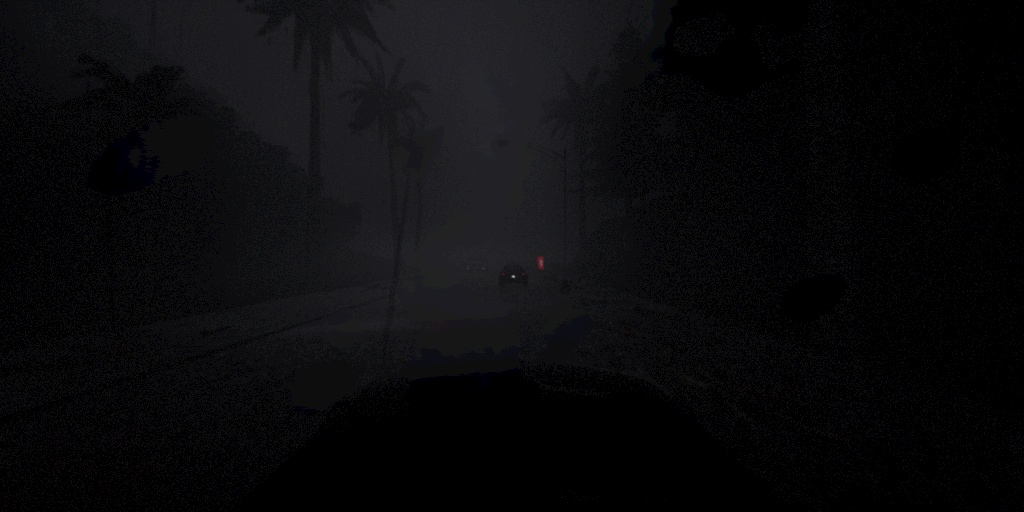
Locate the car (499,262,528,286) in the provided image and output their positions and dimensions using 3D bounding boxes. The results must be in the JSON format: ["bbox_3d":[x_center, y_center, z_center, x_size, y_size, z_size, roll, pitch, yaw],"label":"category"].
[{"bbox_3d":[0.093,1.328,25.715,1.994,1.385,4.181,0,0,0],"label":"car"}]

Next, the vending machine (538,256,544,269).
[{"bbox_3d":[4.293,0.975,53.191,1.100,2.100,0.880,0,0,0],"label":"vending machine"}]

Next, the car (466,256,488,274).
[{"bbox_3d":[-4.071,0.996,42.774,2.150,2.045,5.566,0,0,0],"label":"car"}]

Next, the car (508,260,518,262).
[{"bbox_3d":[0.092,1.284,51.590,1.837,1.490,4.892,0,0,0],"label":"car"}]
